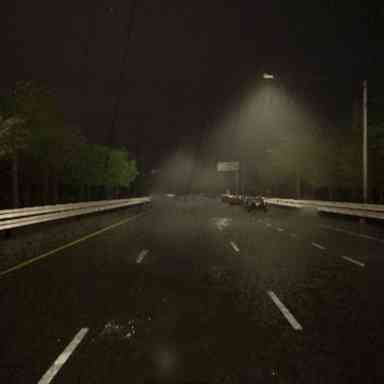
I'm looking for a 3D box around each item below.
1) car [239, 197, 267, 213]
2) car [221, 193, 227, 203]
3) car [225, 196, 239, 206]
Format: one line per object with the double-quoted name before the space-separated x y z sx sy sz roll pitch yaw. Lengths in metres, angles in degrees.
"car" 7.085 1.377 38.004 2.097 1.767 4.553 0 0 0
"car" 7.296 1.578 72.295 1.812 1.442 4.674 0 0 0
"car" 7.176 1.608 55.288 1.994 1.385 4.181 0 0 0
